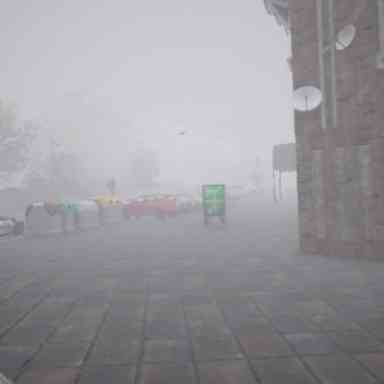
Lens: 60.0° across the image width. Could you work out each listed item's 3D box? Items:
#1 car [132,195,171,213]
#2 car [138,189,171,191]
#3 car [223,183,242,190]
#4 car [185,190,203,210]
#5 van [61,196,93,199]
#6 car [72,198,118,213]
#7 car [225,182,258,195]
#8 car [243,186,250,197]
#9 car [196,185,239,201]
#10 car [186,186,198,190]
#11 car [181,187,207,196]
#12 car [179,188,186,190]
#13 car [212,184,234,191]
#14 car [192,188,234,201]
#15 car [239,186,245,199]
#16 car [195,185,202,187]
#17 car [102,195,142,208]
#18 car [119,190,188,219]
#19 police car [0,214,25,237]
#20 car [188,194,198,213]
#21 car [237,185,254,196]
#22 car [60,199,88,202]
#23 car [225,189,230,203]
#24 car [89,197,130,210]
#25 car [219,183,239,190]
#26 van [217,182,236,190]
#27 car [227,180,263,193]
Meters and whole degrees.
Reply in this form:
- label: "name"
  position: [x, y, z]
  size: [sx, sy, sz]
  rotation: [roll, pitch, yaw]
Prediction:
- label: "car"
  position: [-4.454, 1.293, 37.439]
  size: [2.163, 1.488, 4.792]
  rotation: [-2, 2, 23]
- label: "car"
  position: [-6.202, 0.569, 53.004]
  size: [5.566, 2.045, 2.435]
  rotation: [-2, 2, 23]
- label: "car"
  position: [11.352, -1.619, 94.054]
  size: [4.892, 1.521, 2.231]
  rotation: [-2, 2, 23]
- label: "car"
  position: [-1.346, 1.112, 33.176]
  size: [4.553, 1.767, 2.185]
  rotation: [-2, 2, 23]
- label: "van"
  position: [-12.704, 1.500, 37.586]
  size: [4.442, 1.987, 1.878]
  rotation: [-2, 2, 23]
- label: "car"
  position: [-11.706, 1.584, 40.207]
  size: [4.892, 1.521, 2.231]
  rotation: [-2, 2, 23]
- label: "car"
  position: [7.940, -0.174, 54.873]
  size: [4.553, 1.767, 2.185]
  rotation: [-2, 2, 23]
- label: "car"
  position: [5.617, 0.318, 49.358]
  size: [4.674, 1.452, 2.002]
  rotation: [-2, 2, 23]
- label: "car"
  position: [3.331, 0.472, 43.944]
  size: [4.553, 1.767, 2.185]
  rotation: [-2, 2, 23]
- label: "car"
  position: [-1.795, 0.239, 63.270]
  size: [4.792, 1.488, 2.163]
  rotation: [-2, 2, 23]
- label: "car"
  position: [0.346, -0.064, 68.424]
  size: [4.792, 1.488, 2.163]
  rotation: [-2, 2, 23]
- label: "car"
  position: [-4.104, 0.398, 58.047]
  size: [4.553, 1.767, 2.185]
  rotation: [-2, 2, 23]
- label: "car"
  position: [8.009, -1.156, 86.246]
  size: [5.008, 1.535, 2.097]
  rotation: [-2, 2, 23]
- label: "car"
  position: [2.210, 0.753, 41.376]
  size: [4.892, 1.521, 2.231]
  rotation: [-2, 2, 23]
- label: "car"
  position: [4.492, 0.467, 46.647]
  size: [4.792, 1.488, 2.163]
  rotation: [-2, 2, 23]
- label: "car"
  position: [-0.762, -0.066, 65.855]
  size: [4.553, 1.767, 2.185]
  rotation: [-2, 2, 23]
- label: "car"
  position: [-9.550, 1.286, 45.214]
  size: [4.892, 1.521, 2.231]
  rotation: [-2, 2, 23]
- label: "car"
  position: [-3.622, 1.232, 27.870]
  size: [5.566, 2.045, 2.435]
  rotation: [-2, 1, 23]
- label: "police car"
  position: [-10.983, 1.852, 18.102]
  size: [2.038, 1.542, 4.974]
  rotation: [-1, -1, -1]
- label: "car"
  position: [-2.419, 1.368, 30.567]
  size: [5.008, 1.535, 2.097]
  rotation: [-2, 2, 23]
- label: "car"
  position: [6.821, 0.151, 52.170]
  size: [4.674, 1.452, 2.002]
  rotation: [-2, 2, 23]
- label: "car"
  position: [-13.898, 1.857, 35.057]
  size: [4.892, 1.521, 2.231]
  rotation: [-2, 1, 23]
- label: "car"
  position: [1.170, 0.910, 38.494]
  size: [5.366, 1.575, 1.946]
  rotation: [-2, 2, 23]
- label: "car"
  position: [-10.604, 1.471, 42.768]
  size: [4.674, 1.452, 2.002]
  rotation: [-2, 2, 23]
- label: "car"
  position: [10.243, -1.466, 91.494]
  size: [4.892, 1.521, 2.231]
  rotation: [-2, 2, 23]
- label: "van"
  position: [9.245, -1.545, 88.873]
  size: [4.442, 1.987, 1.878]
  rotation: [-2, 2, 23]
- label: "car"
  position: [9.092, -0.455, 57.427]
  size: [5.566, 2.045, 2.435]
  rotation: [-2, 2, 23]
